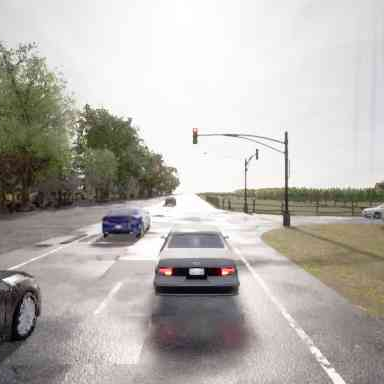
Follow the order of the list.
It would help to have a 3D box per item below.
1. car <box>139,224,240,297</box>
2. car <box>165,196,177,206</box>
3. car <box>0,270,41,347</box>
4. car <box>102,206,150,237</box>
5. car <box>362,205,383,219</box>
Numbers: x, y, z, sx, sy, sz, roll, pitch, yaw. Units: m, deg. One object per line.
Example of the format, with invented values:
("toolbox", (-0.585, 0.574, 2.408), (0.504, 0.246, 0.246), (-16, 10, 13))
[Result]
("car", (0.082, 1.550, 8.778), (2.033, 1.411, 5.357), (0, 0, 0))
("car", (-3.530, 1.512, 56.244), (1.837, 1.490, 4.892), (0, 0, 0))
("car", (-3.407, 1.506, 3.568), (1.837, 1.490, 4.892), (0, 0, 0))
("car", (-3.439, 1.483, 18.028), (1.882, 1.535, 5.008), (0, 0, 0))
("car", (18.618, 1.787, 31.461), (4.674, 1.442, 1.812), (1, -1, 0))
